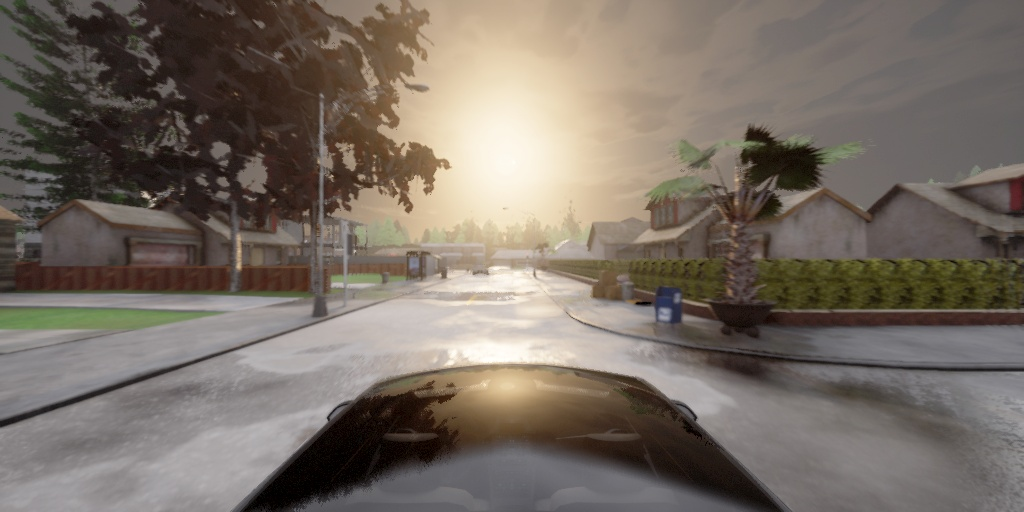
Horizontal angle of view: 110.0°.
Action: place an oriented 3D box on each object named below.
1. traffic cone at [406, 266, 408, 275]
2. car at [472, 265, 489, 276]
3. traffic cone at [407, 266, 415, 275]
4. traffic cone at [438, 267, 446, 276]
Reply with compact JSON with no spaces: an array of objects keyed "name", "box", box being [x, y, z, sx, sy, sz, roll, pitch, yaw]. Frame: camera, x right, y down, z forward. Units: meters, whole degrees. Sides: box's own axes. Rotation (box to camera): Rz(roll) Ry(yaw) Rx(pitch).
[{"name":"traffic cone","box":[-15.844,2.163,54.646,0.344,0.586,0.344,0,0,0]},{"name":"car","box":[-3.999,1.829,46.620,1.994,1.385,4.181,0,-1,0]},{"name":"traffic cone","box":[-15.274,2.163,54.285,0.344,0.586,0.344,0,0,0]},{"name":"traffic cone","box":[-9.670,2.147,49.718,0.344,0.586,0.344,0,0,0]}]
